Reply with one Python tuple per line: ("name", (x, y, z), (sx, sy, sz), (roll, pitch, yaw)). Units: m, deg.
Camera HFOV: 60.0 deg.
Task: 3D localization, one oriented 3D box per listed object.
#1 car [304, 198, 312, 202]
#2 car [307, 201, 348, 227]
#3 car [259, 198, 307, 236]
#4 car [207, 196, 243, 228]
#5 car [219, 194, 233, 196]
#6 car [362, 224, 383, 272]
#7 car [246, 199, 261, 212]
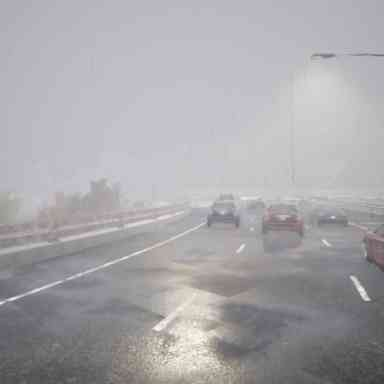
("car", (18.990, 1.660, 55.389), (1.812, 1.442, 4.674), (0, 0, 30))
("car", (9.633, 1.627, 23.753), (1.994, 1.385, 4.181), (0, 0, 11))
("car", (5.142, 1.392, 19.055), (2.097, 1.767, 4.553), (0, 0, 14))
("car", (2.369, 1.385, 22.966), (2.097, 1.767, 4.553), (0, 0, 12))
("car", (4.304, 1.282, 42.846), (2.150, 2.045, 5.566), (0, 0, 0))
("car", (5.991, 1.510, 8.967), (1.882, 1.535, 5.008), (0, 0, 18))
("car", (7.760, 1.577, 40.338), (1.837, 1.490, 4.892), (0, 0, 2))
